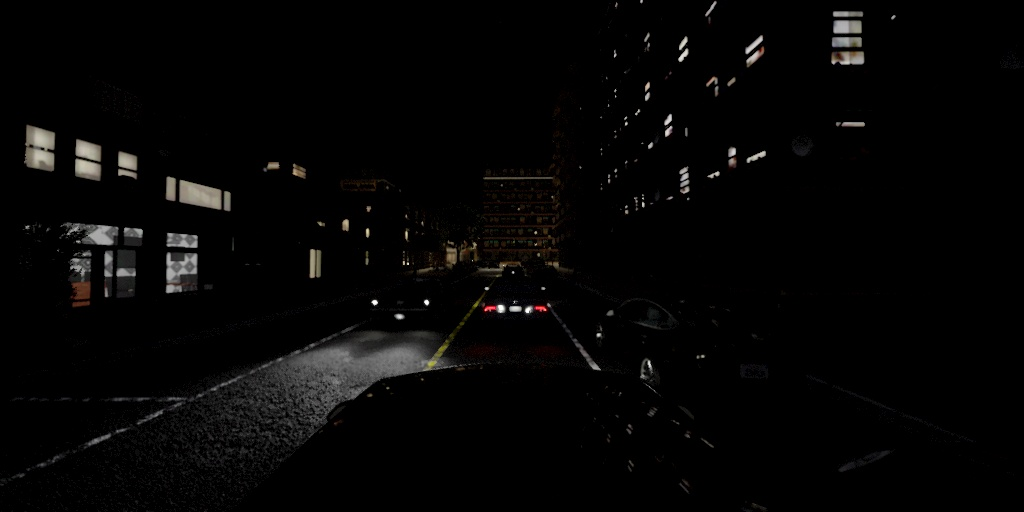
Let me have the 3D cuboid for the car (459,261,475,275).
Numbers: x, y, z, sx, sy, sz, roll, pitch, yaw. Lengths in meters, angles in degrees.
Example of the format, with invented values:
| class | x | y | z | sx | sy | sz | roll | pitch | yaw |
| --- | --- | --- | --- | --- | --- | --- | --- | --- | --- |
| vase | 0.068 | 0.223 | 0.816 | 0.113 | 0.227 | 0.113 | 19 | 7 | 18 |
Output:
| class | x | y | z | sx | sy | sz | roll | pitch | yaw |
| --- | --- | --- | --- | --- | --- | --- | --- | --- | --- |
| car | -5.664 | 1.294 | 40.133 | 1.967 | 1.591 | 4.097 | 0 | 0 | 0 |

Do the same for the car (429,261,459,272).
| class | x | y | z | sx | sy | sz | roll | pitch | yaw |
| --- | --- | --- | --- | --- | --- | --- | --- | --- | --- |
| car | -5.662 | 1.347 | 28.591 | 1.751 | 1.417 | 4.829 | 0 | 0 | 0 |

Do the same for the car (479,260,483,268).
| class | x | y | z | sx | sy | sz | roll | pitch | yaw |
| --- | --- | --- | --- | --- | --- | --- | --- | --- | --- |
| car | -5.666 | 1.470 | 51.507 | 1.802 | 1.307 | 4.207 | 0 | 0 | 0 |

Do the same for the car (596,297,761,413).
| class | x | y | z | sx | sy | sz | roll | pitch | yaw |
| --- | --- | --- | --- | --- | --- | --- | --- | --- | --- |
| car | 2.690 | 1.327 | 6.075 | 1.948 | 1.339 | 4.313 | 0 | 0 | 0 |

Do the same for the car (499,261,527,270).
| class | x | y | z | sx | sy | sz | roll | pitch | yaw |
| --- | --- | --- | --- | --- | --- | --- | --- | --- | --- |
| car | 0.095 | 1.398 | 32.901 | 1.994 | 1.385 | 4.181 | 0 | 0 | 0 |

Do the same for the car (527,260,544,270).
| class | x | y | z | sx | sy | sz | roll | pitch | yaw |
| --- | --- | --- | --- | --- | --- | --- | --- | --- | --- |
| car | 2.685 | 1.364 | 34.677 | 1.751 | 1.417 | 4.829 | 0 | 0 | 0 |

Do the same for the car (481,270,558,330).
| class | x | y | z | sx | sy | sz | roll | pitch | yaw |
| --- | --- | --- | --- | --- | --- | --- | --- | --- | --- |
| car | 0.094 | 1.322 | 11.130 | 2.033 | 1.411 | 5.357 | 0 | 0 | 0 |

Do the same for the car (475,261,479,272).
| class | x | y | z | sx | sy | sz | roll | pitch | yaw |
| --- | --- | --- | --- | --- | --- | --- | --- | --- | --- |
| car | -5.665 | 1.311 | 45.821 | 1.967 | 1.591 | 4.097 | 0 | 0 | 0 |

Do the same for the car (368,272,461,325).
| class | x | y | z | sx | sy | sz | roll | pitch | yaw |
| --- | --- | --- | --- | --- | --- | --- | --- | --- | --- |
| car | -3.101 | 1.378 | 12.132 | 1.895 | 1.301 | 4.718 | 0 | 0 | 0 |

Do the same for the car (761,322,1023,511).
| class | x | y | z | sx | sy | sz | roll | pitch | yaw |
| --- | --- | --- | --- | --- | --- | --- | --- | --- | --- |
| car | 2.691 | 1.186 | 0.388 | 1.967 | 1.591 | 4.097 | 0 | 0 | 0 |

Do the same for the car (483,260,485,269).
| class | x | y | z | sx | sy | sz | roll | pitch | yaw |
| --- | --- | --- | --- | --- | --- | --- | --- | --- | --- |
| car | -5.668 | 1.489 | 62.880 | 1.948 | 1.339 | 4.313 | 0 | 0 | 0 |

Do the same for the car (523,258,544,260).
| class | x | y | z | sx | sy | sz | roll | pitch | yaw |
| --- | --- | --- | --- | --- | --- | --- | --- | --- | --- |
| car | 2.684 | 1.169 | 40.195 | 2.192 | 1.841 | 5.009 | 0 | 0 | 0 |

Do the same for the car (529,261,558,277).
| class | x | y | z | sx | sy | sz | roll | pitch | yaw |
| --- | --- | --- | --- | --- | --- | --- | --- | --- | --- |
| car | 2.686 | 1.373 | 28.821 | 2.007 | 1.370 | 4.403 | 0 | 0 | 0 |

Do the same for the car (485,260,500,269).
| class | x | y | z | sx | sy | sz | roll | pitch | yaw |
| --- | --- | --- | --- | --- | --- | --- | --- | --- | --- |
| car | -3.015 | 1.426 | 59.883 | 1.837 | 1.490 | 4.892 | 0 | -1 | 0 |
